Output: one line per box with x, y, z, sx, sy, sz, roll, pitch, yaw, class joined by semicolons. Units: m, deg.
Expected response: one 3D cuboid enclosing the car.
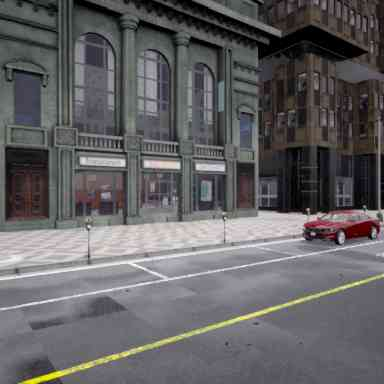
6.996;1.547;15.505;4.507;1.381;1.887;0;0;-35;car
